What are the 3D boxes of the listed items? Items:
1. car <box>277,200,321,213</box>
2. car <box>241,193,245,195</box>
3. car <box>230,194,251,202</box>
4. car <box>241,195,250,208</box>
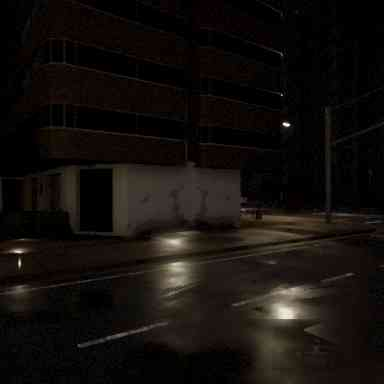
[{"bbox_3d":[12.021,1.601,37.578,1.895,1.301,4.718,0,0,-36],"label":"car"},{"bbox_3d":[6.159,1.222,51.964,2.150,2.045,5.566,0,0,-36],"label":"car"},{"bbox_3d":[11.250,1.300,76.387,4.553,1.767,2.097,0,0,-35],"label":"car"},{"bbox_3d":[5.216,1.547,46.994,2.033,1.411,5.357,0,0,-36],"label":"car"}]
